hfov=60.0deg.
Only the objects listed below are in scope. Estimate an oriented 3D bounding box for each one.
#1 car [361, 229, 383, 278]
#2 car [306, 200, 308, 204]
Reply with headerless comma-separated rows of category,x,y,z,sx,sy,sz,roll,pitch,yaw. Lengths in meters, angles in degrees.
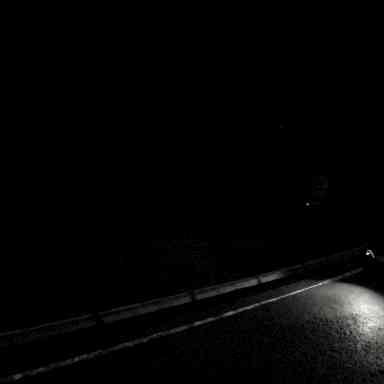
car,6.254,1.397,8.856,4.674,1.442,1.812,-2,1,-41
car,25.267,2.157,78.302,2.033,1.411,5.357,-6,-1,-10
